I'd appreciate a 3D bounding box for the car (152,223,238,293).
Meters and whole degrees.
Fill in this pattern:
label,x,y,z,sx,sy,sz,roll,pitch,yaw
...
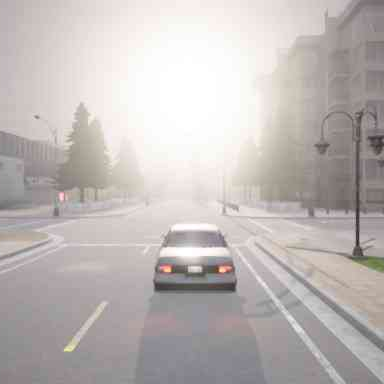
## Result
label,x,y,z,sx,sy,sz,roll,pitch,yaw
car,0.066,1.543,8.953,2.033,1.411,5.357,0,0,0
